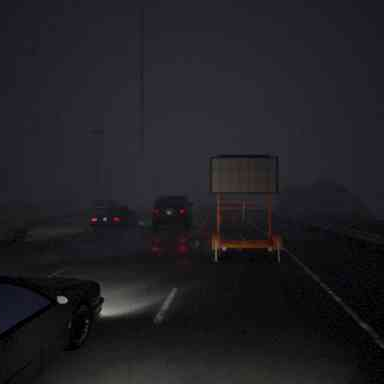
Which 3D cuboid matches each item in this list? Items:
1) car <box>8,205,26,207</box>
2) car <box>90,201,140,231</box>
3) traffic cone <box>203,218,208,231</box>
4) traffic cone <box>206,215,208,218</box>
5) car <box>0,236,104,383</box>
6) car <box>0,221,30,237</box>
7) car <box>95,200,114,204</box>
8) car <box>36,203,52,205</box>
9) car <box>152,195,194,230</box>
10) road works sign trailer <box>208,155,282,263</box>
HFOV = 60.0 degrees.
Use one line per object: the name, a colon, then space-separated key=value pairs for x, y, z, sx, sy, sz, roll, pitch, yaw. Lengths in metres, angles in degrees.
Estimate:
car: x=-22.679 y=1.598 z=42.103 sx=1.895 sy=1.301 sz=4.718 roll=0 pitch=0 yaw=-5
car: x=-4.632 y=1.546 z=20.638 sx=2.033 sy=1.411 sz=5.357 roll=0 pitch=0 yaw=2
traffic cone: x=0.793 y=1.954 z=19.119 sx=0.340 sy=0.580 sz=0.340 roll=0 pitch=0 yaw=3
traffic cone: x=0.913 y=1.954 z=21.115 sx=0.340 sy=0.580 sz=0.340 roll=0 pitch=0 yaw=3
car: x=-2.648 y=1.547 z=3.213 sx=2.033 sy=1.411 sz=5.357 roll=0 pitch=0 yaw=6
car: x=-8.607 y=1.600 z=13.301 sx=1.895 sy=1.301 sz=4.718 roll=0 pitch=0 yaw=5
car: x=-8.014 y=1.502 z=31.433 sx=1.837 sy=1.490 sz=4.892 roll=0 pitch=0 yaw=-1
car: x=-19.404 y=1.598 z=44.831 sx=1.895 sy=1.301 sz=4.718 roll=0 pitch=0 yaw=-5
car: x=-1.136 y=1.222 z=21.035 sx=2.150 sy=2.045 sz=5.566 roll=0 pitch=0 yaw=3
road works sign trailer: x=1.860 y=0.464 z=12.042 sx=2.380 sy=3.560 sz=2.880 roll=0 pitch=0 yaw=3
